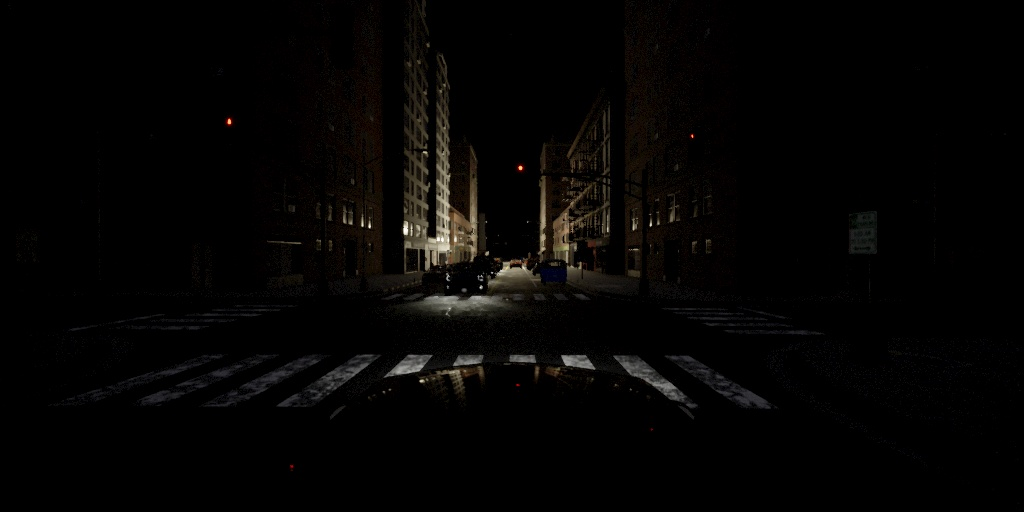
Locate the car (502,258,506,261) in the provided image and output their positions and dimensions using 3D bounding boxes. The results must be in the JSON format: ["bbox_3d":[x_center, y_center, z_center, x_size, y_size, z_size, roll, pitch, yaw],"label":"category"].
[{"bbox_3d":[-2.306,1.340,53.599,1.895,1.301,4.718,0,0,1],"label":"car"}]

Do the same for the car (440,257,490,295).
[{"bbox_3d":[-2.454,1.099,19.848,2.097,1.767,4.553,0,0,-3],"label":"car"}]

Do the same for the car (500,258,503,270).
[{"bbox_3d":[-2.437,1.309,43.295,1.994,1.385,4.181,0,0,0],"label":"car"}]

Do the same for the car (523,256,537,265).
[{"bbox_3d":[3.142,1.053,53.816,2.192,1.841,5.009,0,0,1],"label":"car"}]

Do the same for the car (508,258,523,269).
[{"bbox_3d":[0.635,1.337,56.767,1.895,1.301,4.718,0,0,1],"label":"car"}]

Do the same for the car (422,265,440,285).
[{"bbox_3d":[-5.161,1.299,25.480,2.007,1.370,4.403,0,0,1],"label":"car"}]

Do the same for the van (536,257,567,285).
[{"bbox_3d":[2.864,1.089,25.411,1.690,1.789,3.998,0,0,1],"label":"van"}]

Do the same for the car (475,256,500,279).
[{"bbox_3d":[-2.548,0.972,32.324,2.150,2.045,5.566,0,0,1],"label":"car"}]

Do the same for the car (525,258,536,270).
[{"bbox_3d":[3.086,1.325,48.135,1.802,1.307,4.207,0,0,1],"label":"car"}]

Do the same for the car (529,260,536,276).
[{"bbox_3d":[2.975,1.329,36.772,1.802,1.307,4.207,0,0,1],"label":"car"}]
